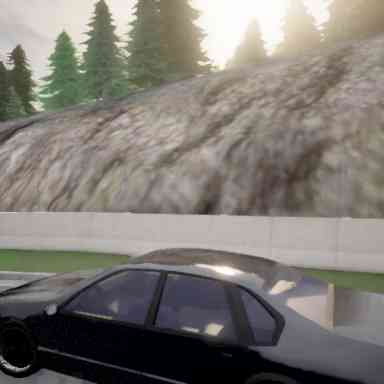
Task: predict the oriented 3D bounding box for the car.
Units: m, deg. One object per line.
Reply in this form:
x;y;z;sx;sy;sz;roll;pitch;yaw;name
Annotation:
-0.192;1.436;3.994;5.357;1.411;2.033;0;2;23;car
